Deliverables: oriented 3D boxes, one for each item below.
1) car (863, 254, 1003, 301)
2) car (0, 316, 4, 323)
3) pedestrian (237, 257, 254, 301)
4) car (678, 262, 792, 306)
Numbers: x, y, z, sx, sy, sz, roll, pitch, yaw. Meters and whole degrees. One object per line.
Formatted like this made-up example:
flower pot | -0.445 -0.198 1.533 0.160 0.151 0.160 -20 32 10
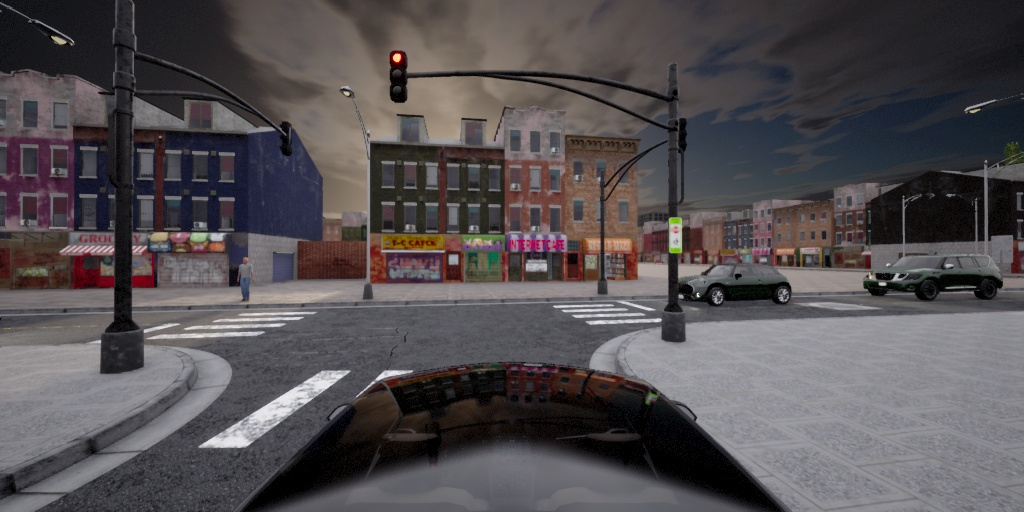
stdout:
car | 19.709 0.925 16.858 5.566 2.045 2.150 0 0 -9
car | -15.950 1.334 8.283 5.357 1.411 2.033 0 0 -9
pedestrian | -11.107 0.945 14.977 0.375 1.860 0.375 0 0 -9
car | 9.177 1.083 15.178 4.553 1.767 2.097 0 0 -10
